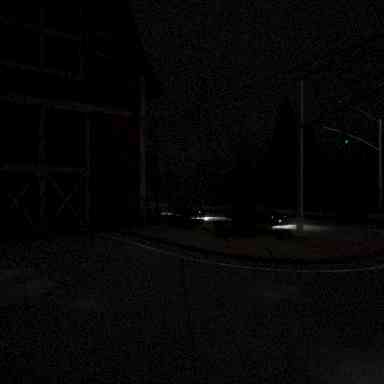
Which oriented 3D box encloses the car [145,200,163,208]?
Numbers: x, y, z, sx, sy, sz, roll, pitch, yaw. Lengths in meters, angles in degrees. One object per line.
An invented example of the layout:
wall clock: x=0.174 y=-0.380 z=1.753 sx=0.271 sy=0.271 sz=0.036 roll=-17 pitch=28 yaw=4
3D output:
car: x=-5.352 y=1.869 z=41.081 sx=1.895 sy=1.301 sz=4.718 roll=0 pitch=0 yaw=-34

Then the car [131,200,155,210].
car: x=-7.439 y=1.888 z=50.651 sx=1.994 sy=1.385 sz=4.181 roll=0 pitch=0 yaw=-34

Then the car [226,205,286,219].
car: x=4.857 y=1.722 z=26.208 sx=2.033 sy=1.411 sz=5.357 roll=0 pitch=0 yaw=-34

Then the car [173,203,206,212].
car: x=-0.365 y=1.787 z=33.819 sx=1.994 sy=1.385 sz=4.181 roll=0 pitch=0 yaw=-34
